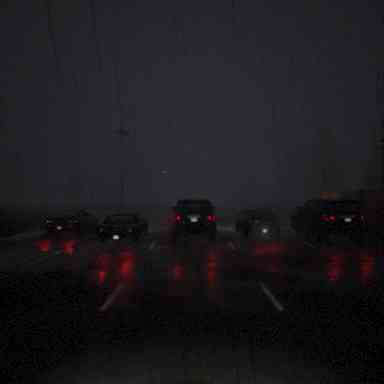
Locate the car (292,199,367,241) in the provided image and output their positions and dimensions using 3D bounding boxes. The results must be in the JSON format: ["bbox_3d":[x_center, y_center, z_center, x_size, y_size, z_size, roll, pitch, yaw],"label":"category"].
[{"bbox_3d":[7.095,1.377,17.790,2.150,2.045,5.566,0,0,0],"label":"car"}]

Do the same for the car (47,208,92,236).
[{"bbox_3d":[-7.013,1.698,19.706,1.812,1.442,4.674,0,-1,-2],"label":"car"}]

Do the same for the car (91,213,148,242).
[{"bbox_3d":[-3.405,1.750,17.132,1.895,1.301,4.718,0,0,0],"label":"car"}]

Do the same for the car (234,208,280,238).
[{"bbox_3d":[3.595,1.669,18.795,1.837,1.490,4.892,0,0,0],"label":"car"}]

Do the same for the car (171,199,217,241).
[{"bbox_3d":[0.095,1.377,17.741,2.150,2.045,5.566,0,0,0],"label":"car"}]
